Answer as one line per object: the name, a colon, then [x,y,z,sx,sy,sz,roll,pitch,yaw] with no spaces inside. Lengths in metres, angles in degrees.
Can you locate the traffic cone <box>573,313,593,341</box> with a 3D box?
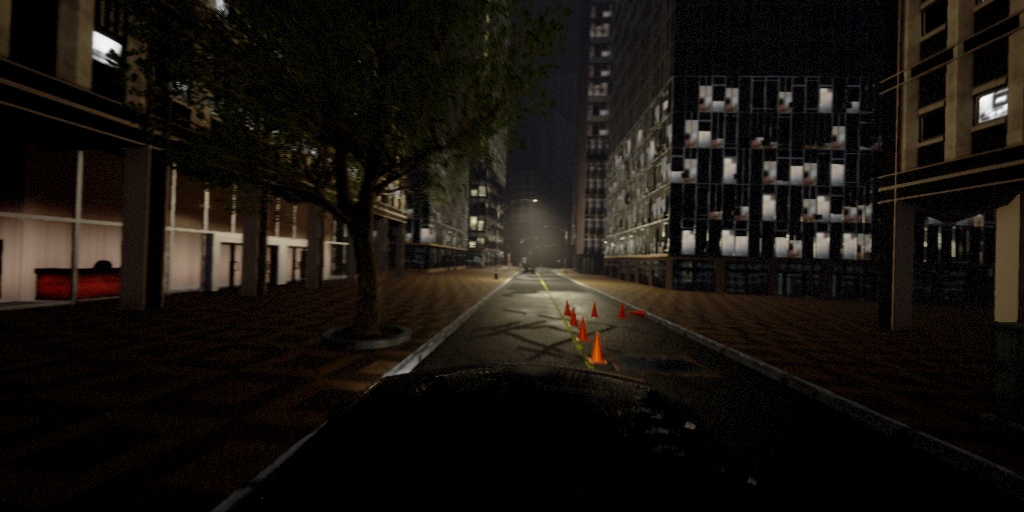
traffic cone: [1.816,1.856,9.240,0.340,0.580,0.340,0,0,3]

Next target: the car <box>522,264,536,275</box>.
car: [2.624,2.043,54.631,1.837,1.490,4.892,2,-1,3]

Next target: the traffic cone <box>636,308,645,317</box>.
traffic cone: [4.865,1.834,13.213,0.340,0.580,0.340,0,0,13]

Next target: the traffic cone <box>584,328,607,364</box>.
traffic cone: [1.713,1.828,7.242,0.340,0.580,0.340,0,0,3]

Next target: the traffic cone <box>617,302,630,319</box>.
traffic cone: [4.020,1.977,13.129,0.340,0.580,0.340,0,0,3]

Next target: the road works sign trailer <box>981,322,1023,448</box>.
road works sign trailer: [2.516,0.278,0.192,2.380,3.560,2.880,0,0,3]

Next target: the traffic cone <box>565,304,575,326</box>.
traffic cone: [1.920,1.885,11.237,0.340,0.580,0.340,0,0,3]

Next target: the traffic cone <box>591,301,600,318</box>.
traffic cone: [3.022,1.945,13.181,0.340,0.580,0.340,0,0,3]

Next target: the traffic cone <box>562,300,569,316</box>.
traffic cone: [2.023,1.913,13.234,0.340,0.580,0.340,0,0,3]
